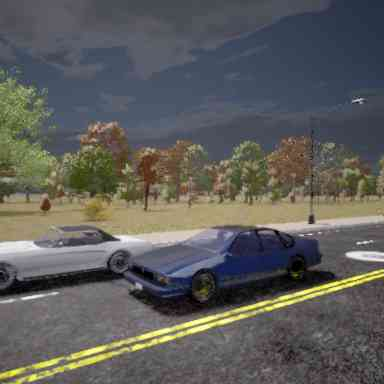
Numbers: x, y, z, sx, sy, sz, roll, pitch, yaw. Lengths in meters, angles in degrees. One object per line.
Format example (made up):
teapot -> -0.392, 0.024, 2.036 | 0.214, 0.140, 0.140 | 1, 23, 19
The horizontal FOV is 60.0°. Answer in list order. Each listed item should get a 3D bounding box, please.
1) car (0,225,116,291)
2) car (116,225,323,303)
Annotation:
car -> -3.584, 1.609, 9.095 | 4.718, 1.301, 1.895 | 0, 0, -35
car -> 1.085, 1.568, 8.417 | 5.357, 1.411, 2.033 | 0, 0, -35
